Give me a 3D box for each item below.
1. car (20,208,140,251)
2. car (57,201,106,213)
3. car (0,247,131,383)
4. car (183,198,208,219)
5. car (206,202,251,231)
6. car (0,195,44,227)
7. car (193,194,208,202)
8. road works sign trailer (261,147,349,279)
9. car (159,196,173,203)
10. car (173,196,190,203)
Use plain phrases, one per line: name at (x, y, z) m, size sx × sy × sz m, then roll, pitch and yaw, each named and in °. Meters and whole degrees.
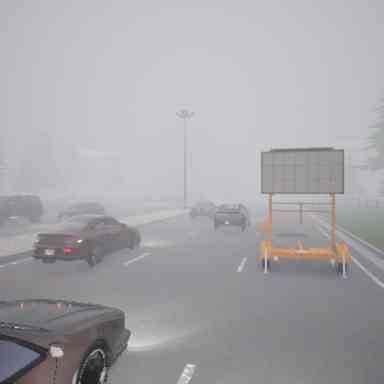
car at (-3.424, 1.523, 11.586) m, size 1.812 × 1.442 × 4.674 m, roll 0°, pitch 0°, yaw 15°
car at (-8.309, 1.498, 25.381) m, size 1.837 × 1.490 × 4.892 m, roll 0°, pitch 0°, yaw 15°
car at (-2.293, 1.547, 2.044) m, size 2.033 × 1.411 × 5.357 m, roll 0°, pitch 0°, yaw 15°
car at (1.170, 1.540, 29.237) m, size 2.033 × 1.411 × 5.357 m, roll 0°, pitch 0°, yaw 15°
car at (2.572, 1.486, 20.735) m, size 2.128 × 1.511 × 4.902 m, roll 0°, pitch 0°, yaw 15°
car at (-12.613, 1.216, 22.736) m, size 2.150 × 2.045 × 5.566 m, roll 0°, pitch 0°, yaw 15°
car at (1.717, 1.227, 65.737) m, size 2.128 × 1.511 × 4.902 m, roll 0°, pitch 0°, yaw 13°
road works sign trailer at (3.354, 0.462, 10.254) m, size 2.380 × 3.560 × 2.880 m, roll 0°, pitch 0°, yaw 15°
car at (-5.116, 1.482, 67.261) m, size 2.128 × 1.511 × 4.902 m, roll 0°, pitch 0°, yaw 13°
car at (-1.692, 1.531, 66.530) m, size 1.837 × 1.490 × 4.892 m, roll 0°, pitch 0°, yaw 13°
